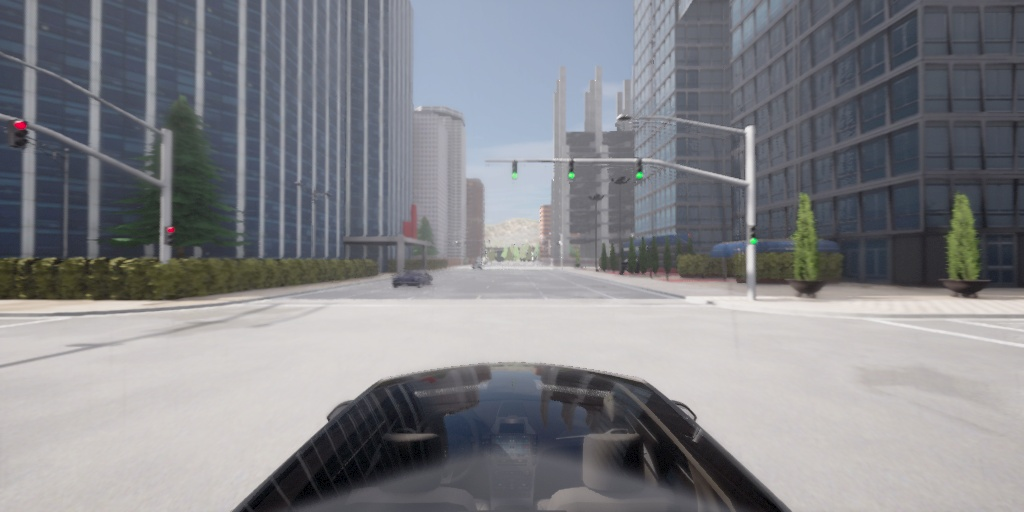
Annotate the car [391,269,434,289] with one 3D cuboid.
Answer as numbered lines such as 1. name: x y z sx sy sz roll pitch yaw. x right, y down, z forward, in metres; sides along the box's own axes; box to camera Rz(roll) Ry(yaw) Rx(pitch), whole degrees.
1. car: -6.995 1.635 25.594 1.895 1.301 4.718 0 0 0
